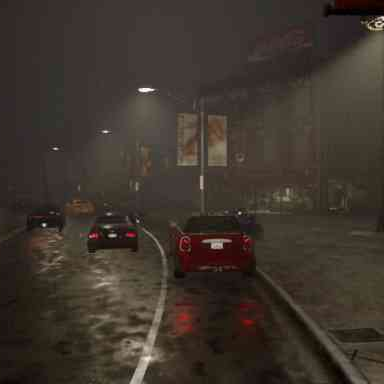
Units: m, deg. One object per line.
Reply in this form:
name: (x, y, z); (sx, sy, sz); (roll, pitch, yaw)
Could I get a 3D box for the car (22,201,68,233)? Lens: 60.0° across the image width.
car: (-8.654, 1.496, 19.944); (1.837, 1.490, 4.892); (1, -1, -19)

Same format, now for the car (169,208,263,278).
car: (0.407, 1.349, 10.332); (2.097, 1.767, 4.553); (0, 0, -6)

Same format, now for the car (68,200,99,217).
car: (-10.848, 1.467, 31.841); (1.882, 1.535, 5.008); (0, 0, -32)

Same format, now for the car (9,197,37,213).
car: (-18.345, 1.477, 36.101); (2.128, 1.511, 4.902); (0, 0, -41)

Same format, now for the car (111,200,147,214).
car: (-5.604, 1.587, 29.710); (1.895, 1.301, 4.718); (0, 0, -25)

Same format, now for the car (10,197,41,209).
car: (-22.415, 1.488, 44.664); (4.892, 1.490, 1.837); (0, 0, 39)

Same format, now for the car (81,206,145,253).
car: (-3.213, 1.543, 13.837); (2.033, 1.411, 5.357); (0, 0, -11)
